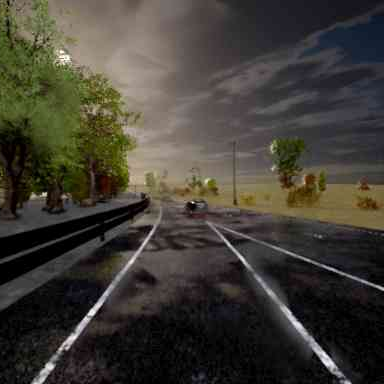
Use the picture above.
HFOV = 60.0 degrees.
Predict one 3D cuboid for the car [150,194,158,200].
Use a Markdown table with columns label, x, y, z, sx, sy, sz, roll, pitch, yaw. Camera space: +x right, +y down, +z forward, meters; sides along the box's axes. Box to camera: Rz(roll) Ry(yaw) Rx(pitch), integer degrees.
| label | x | y | z | sx | sy | sz | roll | pitch | yaw |
| --- | --- | --- | --- | --- | --- | --- | --- | --- | --- |
| car | -10.132 | 1.538 | 94.840 | 1.895 | 1.301 | 4.718 | 0 | 0 | -11 |

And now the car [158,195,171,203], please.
| label | x | y | z | sx | sy | sz | roll | pitch | yaw |
| --- | --- | --- | --- | --- | --- | --- | --- | --- | --- |
| car | -5.513 | 1.507 | 70.005 | 1.994 | 1.385 | 4.181 | 0 | 0 | -11 |

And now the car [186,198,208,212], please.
| label | x | y | z | sx | sy | sz | roll | pitch | yaw |
| --- | --- | --- | --- | --- | --- | --- | --- | --- | --- |
| car | 0.530 | 1.445 | 37.498 | 2.128 | 1.511 | 4.902 | 0 | 0 | -11 |
